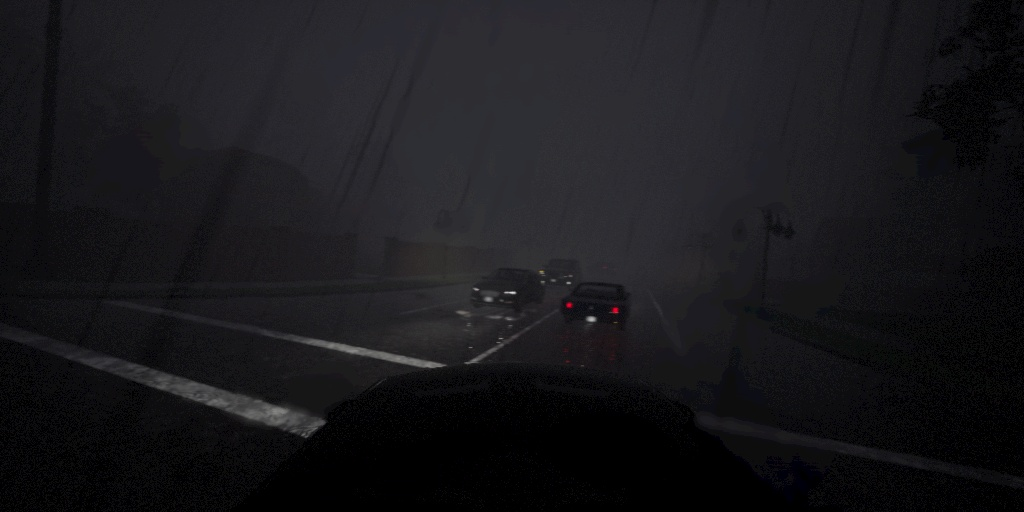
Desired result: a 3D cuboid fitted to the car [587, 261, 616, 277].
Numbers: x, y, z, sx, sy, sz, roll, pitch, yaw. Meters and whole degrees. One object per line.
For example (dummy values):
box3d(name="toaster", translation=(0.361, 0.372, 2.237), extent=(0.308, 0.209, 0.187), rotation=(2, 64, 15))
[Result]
box3d(name="car", translation=(12.629, 1.787, 50.594), extent=(2.150, 2.045, 5.566), rotation=(4, 1, -12))

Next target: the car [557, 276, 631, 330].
box3d(name="car", translation=(3.062, 1.563, 12.341), extent=(1.895, 1.301, 4.718), rotation=(4, 0, 20))

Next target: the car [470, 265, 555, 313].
box3d(name="car", translation=(0.005, 1.243, 14.393), extent=(2.128, 1.511, 4.902), rotation=(4, 0, 19))

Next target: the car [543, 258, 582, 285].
box3d(name="car", translation=(3.441, 1.198, 24.468), extent=(2.150, 2.045, 5.566), rotation=(4, 0, 19))

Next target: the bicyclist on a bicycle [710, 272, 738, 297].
box3d(name="bicyclist on a bicycle", translation=(14.451, 1.952, 24.406), extent=(1.656, 1.620, 0.582), rotation=(4, 0, 19))
